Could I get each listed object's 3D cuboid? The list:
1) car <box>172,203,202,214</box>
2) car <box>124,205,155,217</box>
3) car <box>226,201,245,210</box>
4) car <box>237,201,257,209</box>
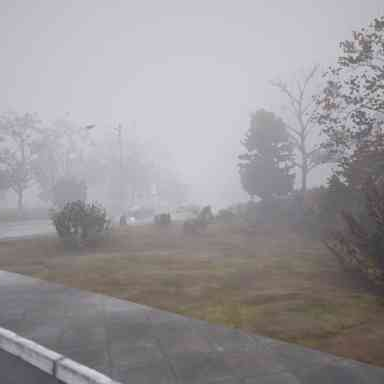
[{"bbox_3d":[-0.228,2.245,45.318,1.837,1.490,4.892,-3,-2,32],"label":"car"},{"bbox_3d":[-6.604,2.391,42.069,1.812,1.442,4.674,-3,-2,32],"label":"car"},{"bbox_3d":[7.052,2.197,50.349,2.033,1.411,5.357,-3,-2,32],"label":"car"},{"bbox_3d":[10.371,2.410,62.126,1.837,1.490,4.892,-3,-3,33],"label":"car"}]
